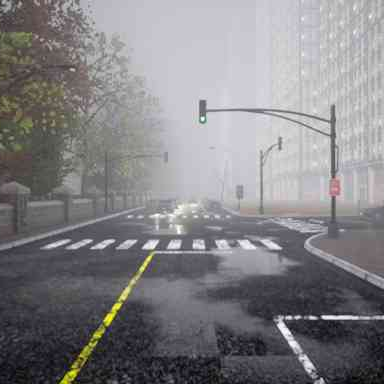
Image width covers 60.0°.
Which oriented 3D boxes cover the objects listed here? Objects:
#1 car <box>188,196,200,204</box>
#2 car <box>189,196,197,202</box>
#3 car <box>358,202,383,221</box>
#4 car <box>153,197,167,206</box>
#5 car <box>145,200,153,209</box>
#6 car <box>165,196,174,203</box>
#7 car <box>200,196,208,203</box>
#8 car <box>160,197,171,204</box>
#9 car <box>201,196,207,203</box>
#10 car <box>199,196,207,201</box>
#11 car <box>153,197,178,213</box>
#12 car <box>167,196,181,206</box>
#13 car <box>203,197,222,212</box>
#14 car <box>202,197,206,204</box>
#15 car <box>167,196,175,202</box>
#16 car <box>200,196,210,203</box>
[{"bbox_3d":[0.182,1.822,68.809,1.895,1.301,4.718,0,0,0],"label":"car"},{"bbox_3d":[0.209,1.636,78.780,1.837,1.490,4.892,0,0,0],"label":"car"},{"bbox_3d":[14.873,1.324,24.667,4.674,1.442,1.812,-1,0,0],"label":"car"},{"bbox_3d":[-5.534,1.621,58.407,1.967,1.590,4.097,0,0,0],"label":"car"},{"bbox_3d":[-5.564,1.723,47.141,1.802,1.307,4.206,0,0,0],"label":"car"},{"bbox_3d":[-5.474,1.710,80.935,1.967,1.590,4.097,0,0,0],"label":"car"},{"bbox_3d":[2.906,1.710,80.913,1.967,1.590,4.097,0,0,0],"label":"car"},{"bbox_3d":[-5.504,1.749,69.502,1.752,1.417,4.829,0,0,0],"label":"car"},{"bbox_3d":[2.831,1.727,52.752,1.947,1.339,4.313,0,0,0],"label":"car"},{"bbox_3d":[2.935,1.868,92.177,2.008,1.369,4.403,0,0,0],"label":"car"},{"bbox_3d":[-2.997,1.617,38.182,1.837,1.490,4.892,0,0,0],"label":"car"},{"bbox_3d":[-2.967,1.651,48.573,1.837,1.490,4.892,0,0,0],"label":"car"},{"bbox_3d":[2.801,1.689,41.486,1.947,1.339,4.313,0,0,0],"label":"car"},{"bbox_3d":[2.816,1.707,47.119,1.947,1.339,4.313,0,0,0],"label":"car"},{"bbox_3d":[-5.460,1.838,86.567,1.887,1.381,4.507,0,0,0],"label":"car"},{"bbox_3d":[2.891,1.687,75.281,1.967,1.590,4.097,0,0,0],"label":"car"}]
